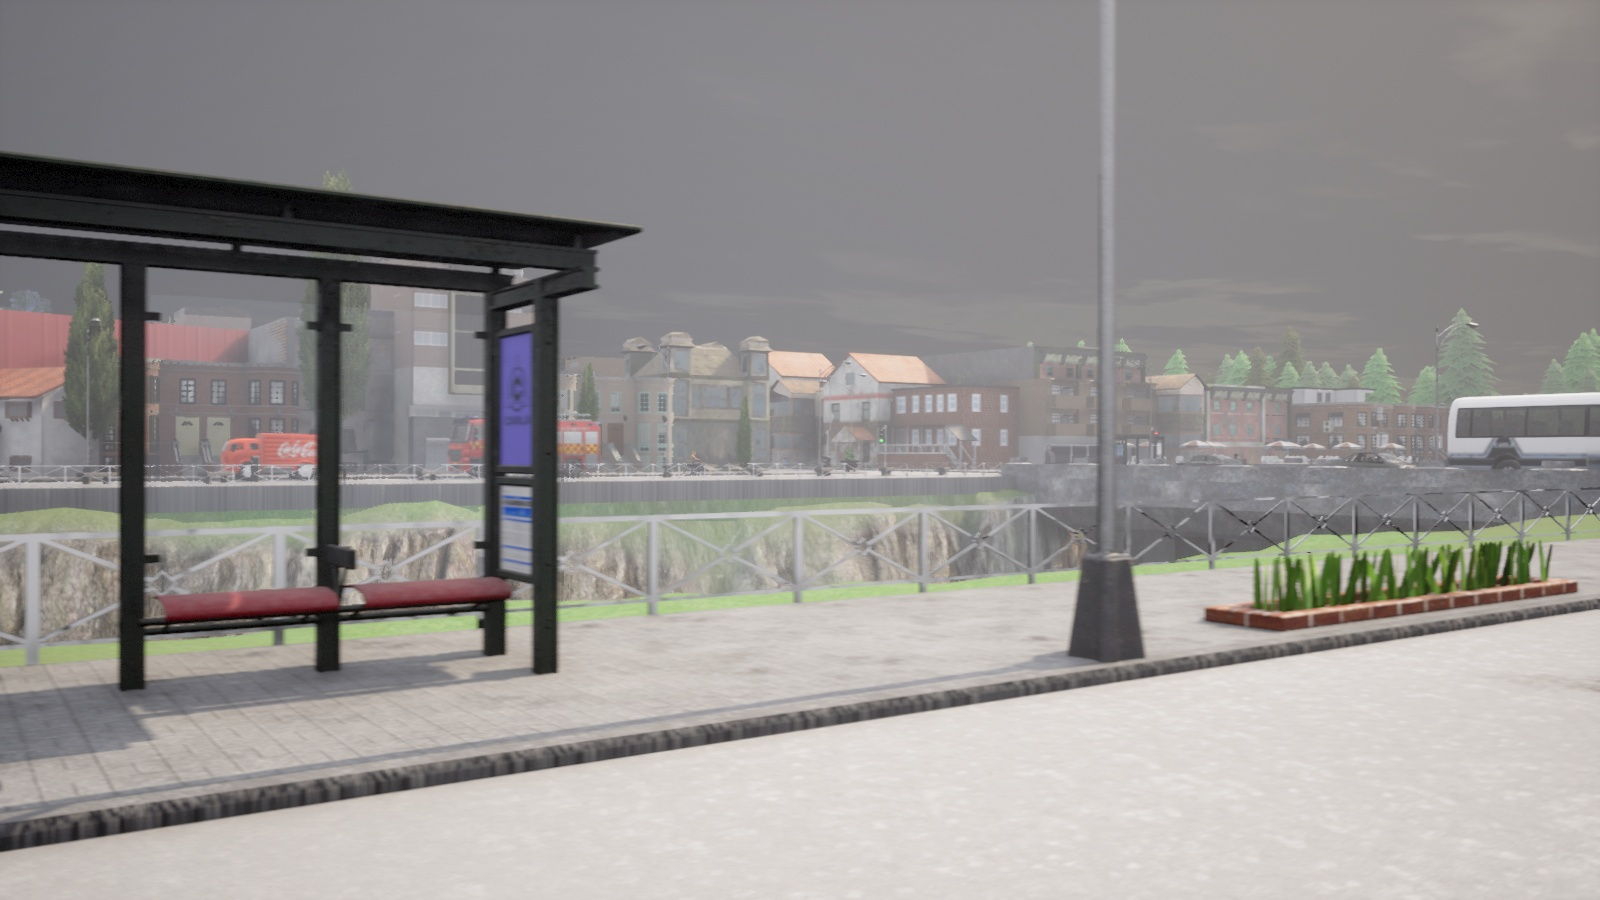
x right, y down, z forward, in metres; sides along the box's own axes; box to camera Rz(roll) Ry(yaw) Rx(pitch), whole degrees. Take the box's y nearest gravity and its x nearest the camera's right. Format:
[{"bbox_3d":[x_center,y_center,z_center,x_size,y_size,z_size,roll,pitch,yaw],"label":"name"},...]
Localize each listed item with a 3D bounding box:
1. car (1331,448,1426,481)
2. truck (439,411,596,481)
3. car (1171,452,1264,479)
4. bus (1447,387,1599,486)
[{"bbox_3d":[29.437,0.738,63.990,1.851,1.617,3.988,0,0,-33],"label":"car"},{"bbox_3d":[-16.347,-0.206,72.960,8.468,3.827,2.891,0,0,-35],"label":"truck"},{"bbox_3d":[23.829,0.876,71.899,1.837,1.490,4.892,0,0,-36],"label":"car"},{"bbox_3d":[35.000,-0.568,56.059,3.944,4.253,10.273,0,0,-33],"label":"bus"}]
